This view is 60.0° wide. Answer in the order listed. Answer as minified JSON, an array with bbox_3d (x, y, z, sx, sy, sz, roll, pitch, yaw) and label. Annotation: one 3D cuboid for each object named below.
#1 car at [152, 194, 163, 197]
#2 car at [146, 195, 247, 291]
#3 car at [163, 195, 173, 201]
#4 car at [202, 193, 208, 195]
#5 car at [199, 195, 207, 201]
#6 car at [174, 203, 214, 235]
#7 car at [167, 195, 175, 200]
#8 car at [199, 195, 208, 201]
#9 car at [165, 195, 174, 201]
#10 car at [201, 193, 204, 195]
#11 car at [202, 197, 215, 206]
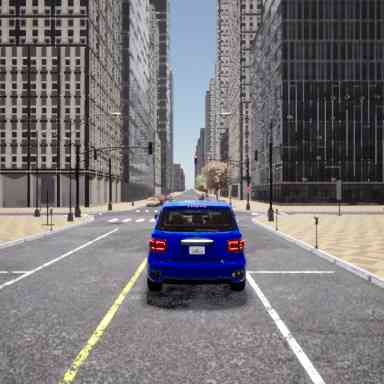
[{"bbox_3d":[-5.819,1.486,50.113,1.752,1.417,4.829,0,0,0],"label":"car"},{"bbox_3d":[0.098,1.221,9.112,2.150,2.045,5.566,0,0,0],"label":"car"},{"bbox_3d":[-5.691,1.439,78.663,1.887,1.381,4.507,0,0,0],"label":"car"},{"bbox_3d":[2.821,1.400,50.283,1.967,1.590,4.097,0,0,0],"label":"car"},{"bbox_3d":[2.690,1.422,84.333,1.887,1.381,4.507,0,0,0],"label":"car"},{"bbox_3d":[0.095,1.486,19.842,2.128,1.511,4.902,0,0,0],"label":"car"},{"bbox_3d":[-5.691,1.411,90.014,2.008,1.369,4.403,0,0,0],"label":"car"},{"bbox_3d":[2.690,1.419,78.829,1.752,1.417,4.829,0,0,0],"label":"car"},{"bbox_3d":[-5.691,1.428,84.339,2.008,1.369,4.403,0,0,0],"label":"car"},{"bbox_3d":[2.691,1.224,72.984,2.192,1.841,5.009,0,0,0],"label":"car"},{"bbox_3d":[2.790,1.500,55.961,2.008,1.369,4.403,0,0,0],"label":"car"}]
